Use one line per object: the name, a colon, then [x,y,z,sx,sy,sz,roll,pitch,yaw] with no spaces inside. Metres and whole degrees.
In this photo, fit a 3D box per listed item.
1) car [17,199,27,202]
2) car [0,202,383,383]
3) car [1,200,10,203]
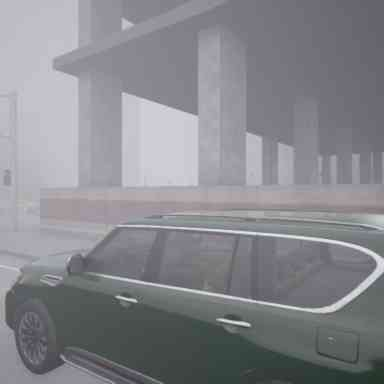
car: [-14.331,1.539,33.461,2.128,1.511,4.902,0,0,36]
car: [0.066,1.221,3.937,5.566,2.045,2.150,0,0,36]
car: [-18.380,1.525,33.815,1.882,1.535,5.008,0,0,36]
